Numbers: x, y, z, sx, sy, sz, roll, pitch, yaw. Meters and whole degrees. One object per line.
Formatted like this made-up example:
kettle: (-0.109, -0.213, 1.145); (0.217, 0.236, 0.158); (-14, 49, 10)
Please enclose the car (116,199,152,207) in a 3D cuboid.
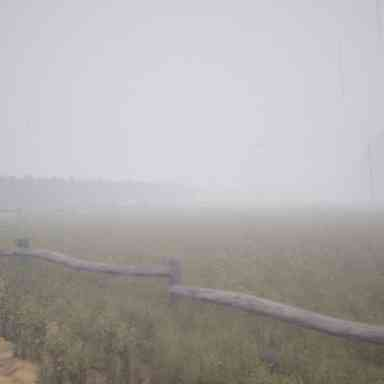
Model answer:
car: (-6.906, 1.554, 39.660); (1.882, 1.535, 5.008); (0, 0, 36)
